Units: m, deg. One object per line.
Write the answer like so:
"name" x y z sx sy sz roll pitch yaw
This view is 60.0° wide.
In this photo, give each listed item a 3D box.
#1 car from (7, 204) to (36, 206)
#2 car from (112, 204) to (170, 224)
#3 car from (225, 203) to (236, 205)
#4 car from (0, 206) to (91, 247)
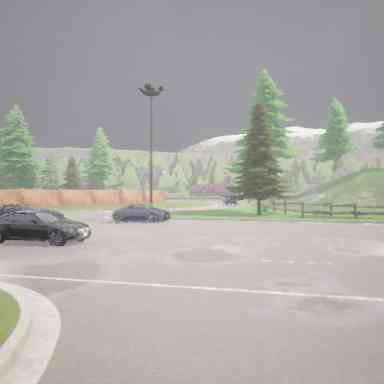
"car" -11.562 1.547 22.824 5.357 1.411 2.033 0 0 12
"car" -3.755 1.569 24.686 4.181 1.385 1.994 0 0 12
"car" 6.716 1.499 60.841 1.882 1.535 5.008 1 0 -5
"car" -6.786 1.526 14.601 4.674 1.442 1.812 0 0 12
